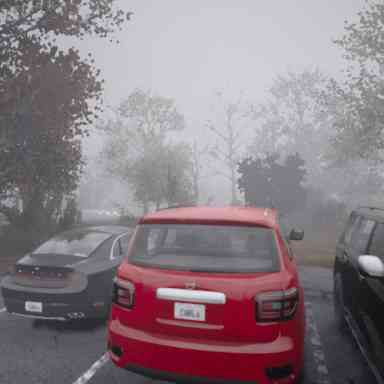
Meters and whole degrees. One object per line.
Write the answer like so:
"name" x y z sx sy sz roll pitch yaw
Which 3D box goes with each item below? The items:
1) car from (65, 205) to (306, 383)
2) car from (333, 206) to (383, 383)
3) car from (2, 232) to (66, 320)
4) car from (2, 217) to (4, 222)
"car" 0.674 1.241 5.669 2.435 2.045 5.566 0 -1 15
"car" 3.093 1.241 3.891 2.435 2.045 5.566 1 -1 15
"car" -1.767 1.493 7.345 2.231 1.521 4.892 0 -1 15
"car" -21.599 2.560 36.983 2.033 1.411 5.357 1 -4 -22
